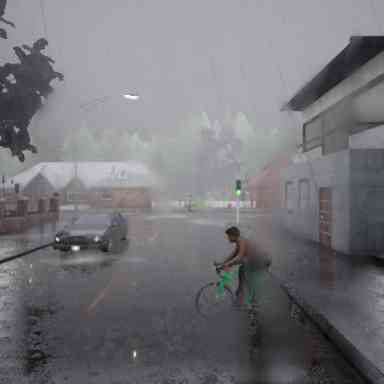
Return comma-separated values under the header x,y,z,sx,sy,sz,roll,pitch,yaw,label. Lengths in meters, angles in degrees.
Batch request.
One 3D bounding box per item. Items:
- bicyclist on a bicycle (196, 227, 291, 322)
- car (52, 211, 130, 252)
x,y,z,sx,sy,sz,roll,pitch,yaw,label
0.871,1.422,5.692,1.656,1.620,0.582,-1,0,0,bicyclist on a bicycle
-3.942,1.542,14.071,2.033,1.411,5.357,0,0,1,car
